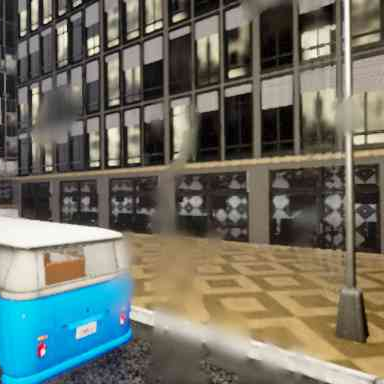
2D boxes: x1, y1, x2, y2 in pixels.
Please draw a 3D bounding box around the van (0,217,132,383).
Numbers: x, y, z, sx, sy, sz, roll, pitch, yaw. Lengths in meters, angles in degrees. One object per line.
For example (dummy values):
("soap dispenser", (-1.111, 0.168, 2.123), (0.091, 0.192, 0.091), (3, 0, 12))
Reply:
("van", (-2.692, 1.305, 4.830), (3.998, 1.788, 1.690), (1, -1, 36))
